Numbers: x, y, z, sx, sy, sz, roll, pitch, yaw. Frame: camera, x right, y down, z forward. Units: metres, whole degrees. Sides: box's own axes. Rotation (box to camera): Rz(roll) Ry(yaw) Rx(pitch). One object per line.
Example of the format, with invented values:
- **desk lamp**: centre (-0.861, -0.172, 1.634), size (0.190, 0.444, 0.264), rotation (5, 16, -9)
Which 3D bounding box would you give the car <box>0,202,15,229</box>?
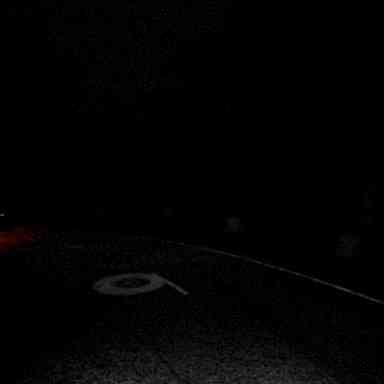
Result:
- **car**: centre (-12.840, 1.339, 19.413), size (4.553, 1.767, 2.097), rotation (-1, 1, 12)
